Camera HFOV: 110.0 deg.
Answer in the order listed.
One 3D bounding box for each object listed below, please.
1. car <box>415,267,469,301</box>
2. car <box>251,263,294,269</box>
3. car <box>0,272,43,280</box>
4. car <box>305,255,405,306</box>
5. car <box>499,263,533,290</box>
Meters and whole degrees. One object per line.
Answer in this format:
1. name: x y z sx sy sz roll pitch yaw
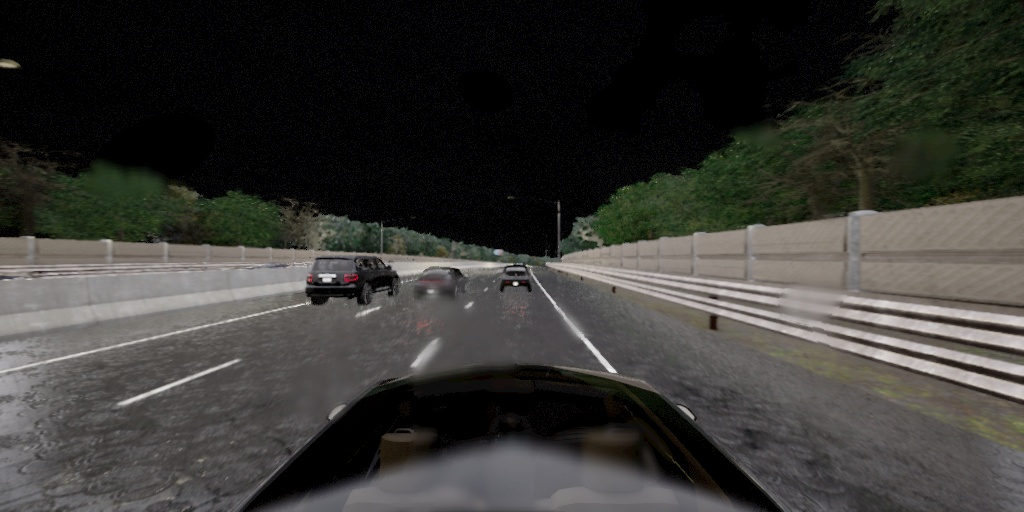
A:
1. car: -3.327 1.283 17.624 1.837 1.490 4.892 0 0 1
2. car: -24.096 1.379 36.139 2.033 1.411 5.357 0 -1 2
3. car: -21.033 1.336 14.295 1.895 1.301 4.718 0 0 1
4. car: -6.869 0.989 16.072 2.150 2.045 5.566 0 0 1
5. car: 0.252 1.300 22.695 1.837 1.490 4.892 0 0 1
